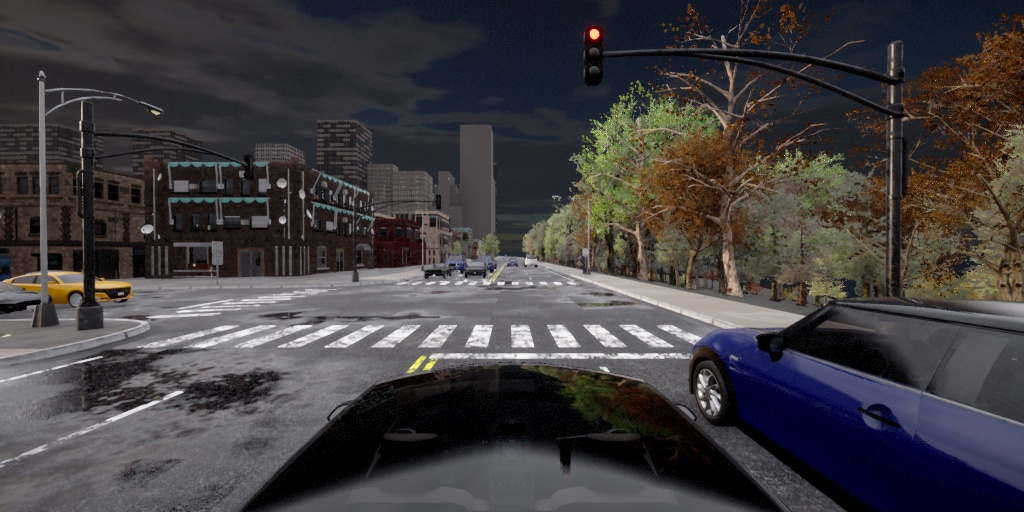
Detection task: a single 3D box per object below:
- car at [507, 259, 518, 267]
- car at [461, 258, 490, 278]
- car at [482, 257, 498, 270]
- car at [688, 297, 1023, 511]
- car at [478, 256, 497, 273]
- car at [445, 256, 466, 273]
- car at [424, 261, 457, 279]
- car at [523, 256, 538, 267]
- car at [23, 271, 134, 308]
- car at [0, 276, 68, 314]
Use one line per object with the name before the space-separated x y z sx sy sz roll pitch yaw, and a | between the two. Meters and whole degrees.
car | 0.102 1.251 64.506 1.812 1.442 4.674 0 0 0
car | -3.345 1.217 33.887 1.882 1.535 5.008 0 0 -2
car | -3.329 1.082 54.267 2.097 1.767 4.553 0 0 0
car | 3.351 1.102 2.850 2.097 1.767 4.553 0 0 0
car | -3.339 0.956 43.996 2.150 2.045 5.566 0 0 0
car | -6.580 0.957 42.492 2.150 2.045 5.566 0 0 0
car | -6.604 1.341 32.626 1.895 1.301 4.718 0 0 0
car | 3.355 0.947 63.657 2.150 2.045 5.566 0 0 0
car | -20.009 1.450 16.003 5.008 1.535 1.882 -1 1 -1
car | -19.946 1.564 13.307 4.313 1.339 1.948 0 0 0
